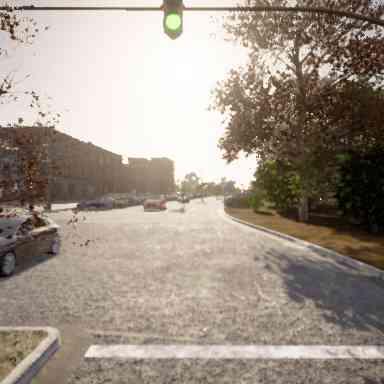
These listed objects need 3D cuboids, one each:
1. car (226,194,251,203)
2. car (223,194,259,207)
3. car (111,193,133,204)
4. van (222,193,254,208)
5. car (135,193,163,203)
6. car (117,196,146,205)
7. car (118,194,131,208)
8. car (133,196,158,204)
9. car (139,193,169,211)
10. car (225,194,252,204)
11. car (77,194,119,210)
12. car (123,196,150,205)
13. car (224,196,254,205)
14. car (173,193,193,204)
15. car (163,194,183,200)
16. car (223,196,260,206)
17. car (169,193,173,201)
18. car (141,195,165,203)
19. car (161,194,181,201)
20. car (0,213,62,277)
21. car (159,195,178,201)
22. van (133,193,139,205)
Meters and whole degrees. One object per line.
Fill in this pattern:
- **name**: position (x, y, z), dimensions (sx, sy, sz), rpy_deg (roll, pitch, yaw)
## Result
- **car**: position (9.491, 1.272, 68.385), dimensions (4.553, 1.767, 2.185), rpy_deg (1, 0, -12)
- **car**: position (7.038, 1.236, 47.787), dimensions (4.553, 1.767, 2.185), rpy_deg (1, 0, -14)
- **car**: position (-11.338, 1.273, 47.955), dimensions (4.553, 1.767, 2.185), rpy_deg (-1, -1, -15)
- **van**: position (6.689, 1.130, 44.813), dimensions (4.442, 1.987, 1.878), rpy_deg (1, 0, -15)
- **car**: position (-8.877, 1.196, 68.981), dimensions (5.566, 2.045, 2.435), rpy_deg (-1, -1, -13)
- **car**: position (-10.376, 1.460, 56.972), dimensions (4.674, 1.452, 2.002), rpy_deg (-1, 0, -14)
- **car**: position (-11.398, 1.385, 45.002), dimensions (5.366, 1.575, 1.946), rpy_deg (-1, 0, -15)
- **car**: position (-9.293, 1.481, 65.969), dimensions (4.674, 1.452, 2.002), rpy_deg (-1, 0, -13)
- **car**: position (-4.342, 1.196, 39.118), dimensions (2.097, 1.767, 4.553), rpy_deg (0, -1, 4)
- **car**: position (8.659, 1.262, 62.506), dimensions (4.553, 1.767, 2.185), rpy_deg (1, 0, -13)
- **car**: position (-12.008, 1.420, 42.002), dimensions (4.792, 1.488, 2.163), rpy_deg (-1, 0, -16)
- **car**: position (-10.039, 1.467, 59.978), dimensions (4.674, 1.452, 2.002), rpy_deg (-1, -1, -14)
- **car**: position (7.987, 1.418, 56.631), dimensions (4.674, 1.452, 2.002), rpy_deg (1, 0, -13)
- **car**: position (-1.729, 1.443, 63.824), dimensions (2.128, 1.511, 4.902), rpy_deg (0, 0, 7)
- **car**: position (-5.283, 1.500, 92.789), dimensions (5.366, 1.575, 1.946), rpy_deg (-1, 0, -10)
- **car**: position (7.539, 1.367, 50.786), dimensions (5.366, 1.575, 1.946), rpy_deg (1, 0, -14)
- **car**: position (-7.594, 1.468, 77.935), dimensions (5.008, 1.535, 2.097), rpy_deg (-1, 0, -12)
- **car**: position (-8.490, 1.455, 71.964), dimensions (5.008, 1.535, 2.097), rpy_deg (-1, -1, -12)
- **car**: position (-5.636, 1.494, 89.861), dimensions (5.008, 1.535, 2.097), rpy_deg (-1, -1, -10)
- **car**: position (-5.624, 1.463, 10.132), dimensions (1.837, 1.490, 4.892), rpy_deg (1, 1, 1)
- **car**: position (-6.130, 1.489, 86.883), dimensions (4.892, 1.521, 2.231), rpy_deg (-1, 0, -10)
- **van**: position (-10.908, 1.178, 51.000), dimensions (4.442, 1.987, 1.878), rpy_deg (-1, 0, -15)
